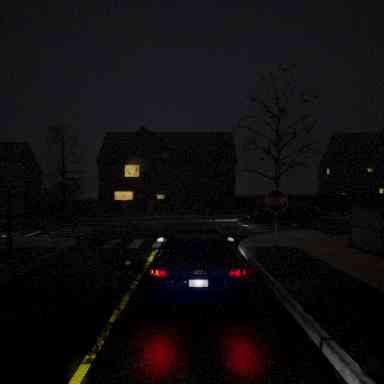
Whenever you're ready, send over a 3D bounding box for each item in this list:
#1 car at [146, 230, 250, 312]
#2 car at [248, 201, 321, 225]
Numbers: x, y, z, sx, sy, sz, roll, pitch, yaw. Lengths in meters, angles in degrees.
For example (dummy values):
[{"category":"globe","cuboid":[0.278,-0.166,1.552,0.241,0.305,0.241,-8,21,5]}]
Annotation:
[{"category":"car","cuboid":[0.092,1.564,7.818,1.994,1.385,4.181,0,0,-1]},{"category":"car","cuboid":[6.049,1.315,21.933,4.674,1.442,1.812,-1,1,0]}]
